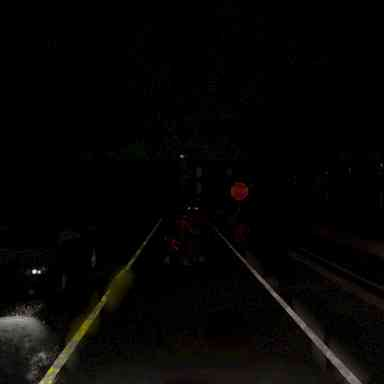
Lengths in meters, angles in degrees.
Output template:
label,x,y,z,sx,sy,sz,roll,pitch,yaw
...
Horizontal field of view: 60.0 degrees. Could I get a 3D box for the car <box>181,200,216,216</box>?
label,x,y,z,sx,sy,sz,roll,pitch,yaw
car,0.750,1.540,33.076,2.033,1.411,5.357,0,0,23

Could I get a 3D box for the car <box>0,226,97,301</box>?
label,x,y,z,sx,sy,sz,roll,pitch,yaw
car,-3.788,1.565,8.236,1.994,1.385,4.181,0,0,-1

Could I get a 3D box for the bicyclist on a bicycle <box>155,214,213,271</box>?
label,x,y,z,sx,sy,sz,roll,pitch,yaw
bicyclist on a bicycle,-0.242,1.453,9.454,1.656,1.620,0.582,-2,0,-2
